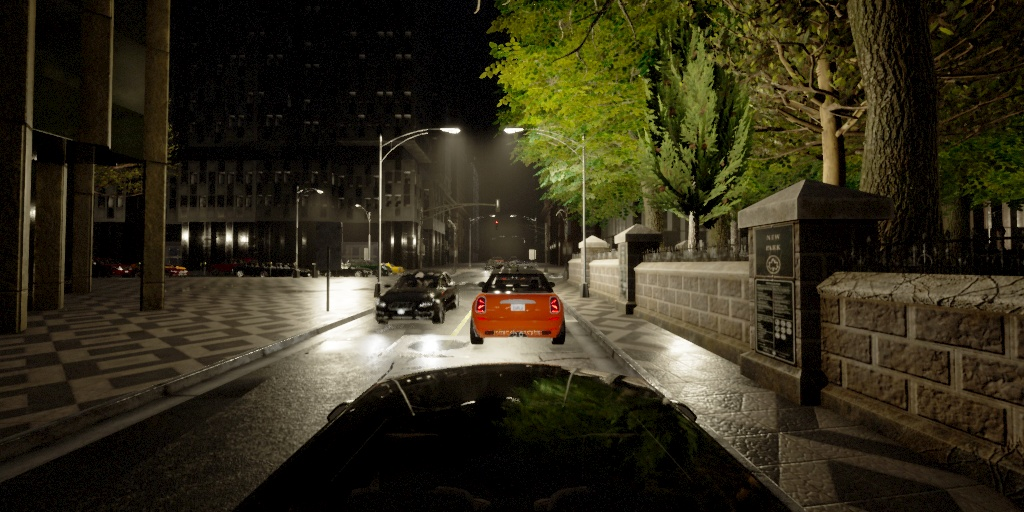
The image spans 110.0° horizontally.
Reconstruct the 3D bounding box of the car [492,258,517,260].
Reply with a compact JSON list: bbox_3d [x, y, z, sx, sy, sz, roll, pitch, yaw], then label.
[{"bbox_3d":[0.516,1.293,37.414,2.128,1.511,4.902,0,0,-44],"label":"car"}]

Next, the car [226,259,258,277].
[{"bbox_3d":[-23.884,1.291,34.237,4.892,1.490,1.837,0,-1,0],"label":"car"}]

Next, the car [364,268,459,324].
[{"bbox_3d":[-2.958,1.263,12.025,1.837,1.490,4.892,0,0,0],"label":"car"}]

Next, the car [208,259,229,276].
[{"bbox_3d":[-30.969,1.236,40.153,5.009,1.841,2.192,0,0,1],"label":"car"}]

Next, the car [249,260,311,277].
[{"bbox_3d":[-20.021,1.289,31.520,4.313,1.339,1.948,0,0,1],"label":"car"}]

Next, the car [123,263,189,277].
[{"bbox_3d":[-31.047,1.320,31.630,4.207,1.307,1.802,0,0,1],"label":"car"}]

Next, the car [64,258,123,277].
[{"bbox_3d":[-36.560,1.060,31.685,5.009,1.841,2.192,0,0,1],"label":"car"}]

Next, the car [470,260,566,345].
[{"bbox_3d":[0.129,1.107,9.689,2.097,1.767,4.553,0,0,0],"label":"car"}]

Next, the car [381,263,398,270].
[{"bbox_3d":[-13.740,1.125,34.138,4.553,1.767,2.097,0,-1,0],"label":"car"}]

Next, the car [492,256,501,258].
[{"bbox_3d":[-2.786,1.097,64.124,2.150,2.045,5.566,0,0,1],"label":"car"}]

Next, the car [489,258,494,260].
[{"bbox_3d":[-2.878,1.339,51.042,1.837,1.490,4.892,0,0,0],"label":"car"}]

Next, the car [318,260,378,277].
[{"bbox_3d":[-14.509,1.267,31.465,4.403,1.370,2.007,0,0,1],"label":"car"}]
